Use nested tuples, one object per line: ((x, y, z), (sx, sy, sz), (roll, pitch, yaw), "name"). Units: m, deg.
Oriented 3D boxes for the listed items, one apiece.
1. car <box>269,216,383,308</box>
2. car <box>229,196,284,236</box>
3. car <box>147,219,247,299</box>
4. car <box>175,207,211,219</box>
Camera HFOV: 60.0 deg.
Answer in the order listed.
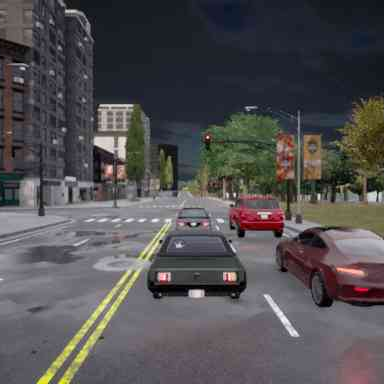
((3.340, 1.524, 7.787), (1.812, 1.442, 4.674), (0, 0, 0), "car")
((3.321, 1.217, 17.942), (2.150, 2.045, 5.566), (0, 0, 0), "car")
((0.087, 1.598, 8.390), (1.895, 1.301, 4.718), (0, 0, 0), "car")
((0.072, 1.542, 17.983), (2.033, 1.411, 5.357), (0, 0, 0), "car")
